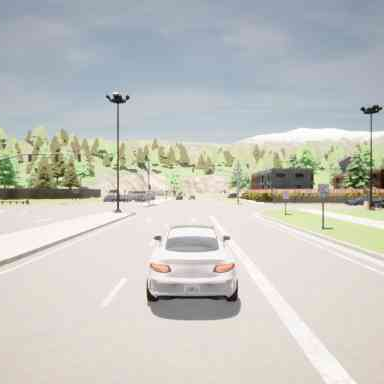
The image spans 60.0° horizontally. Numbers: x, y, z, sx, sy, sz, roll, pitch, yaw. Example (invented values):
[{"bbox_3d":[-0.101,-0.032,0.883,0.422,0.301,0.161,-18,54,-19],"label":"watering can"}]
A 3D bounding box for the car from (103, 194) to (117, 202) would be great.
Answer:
[{"bbox_3d":[-18.462,1.355,74.906,2.097,1.767,4.553,0,0,0],"label":"car"}]

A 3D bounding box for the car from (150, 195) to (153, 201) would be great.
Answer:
[{"bbox_3d":[-11.458,1.595,83.643,1.895,1.301,4.718,0,0,0],"label":"car"}]

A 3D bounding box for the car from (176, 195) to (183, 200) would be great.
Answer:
[{"bbox_3d":[-3.453,1.525,94.526,2.128,1.511,4.902,0,0,0],"label":"car"}]

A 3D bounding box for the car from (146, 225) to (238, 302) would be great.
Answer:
[{"bbox_3d":[0.004,1.526,8.149,1.812,1.442,4.674,0,0,0],"label":"car"}]

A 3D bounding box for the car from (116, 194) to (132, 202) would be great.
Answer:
[{"bbox_3d":[-14.962,1.540,75.106,2.033,1.411,5.357,0,0,0],"label":"car"}]

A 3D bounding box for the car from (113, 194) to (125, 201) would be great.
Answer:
[{"bbox_3d":[-18.458,1.355,84.722,2.097,1.767,4.553,0,0,0],"label":"car"}]

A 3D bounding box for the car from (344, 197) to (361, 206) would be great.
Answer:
[{"bbox_3d":[27.812,1.547,54.150,5.357,1.411,2.033,0,0,0],"label":"car"}]

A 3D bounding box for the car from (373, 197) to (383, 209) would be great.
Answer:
[{"bbox_3d":[27.356,1.547,43.652,5.357,1.411,2.033,0,0,-1],"label":"car"}]

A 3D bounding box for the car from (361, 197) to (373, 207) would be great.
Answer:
[{"bbox_3d":[27.277,1.478,47.149,5.008,1.535,1.882,0,0,0],"label":"car"}]

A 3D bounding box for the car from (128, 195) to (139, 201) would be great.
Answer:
[{"bbox_3d":[-14.957,1.540,85.133,2.033,1.411,5.357,0,0,0],"label":"car"}]

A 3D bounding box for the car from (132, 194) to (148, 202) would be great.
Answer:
[{"bbox_3d":[-11.462,1.355,74.817,2.097,1.767,4.553,0,0,0],"label":"car"}]
